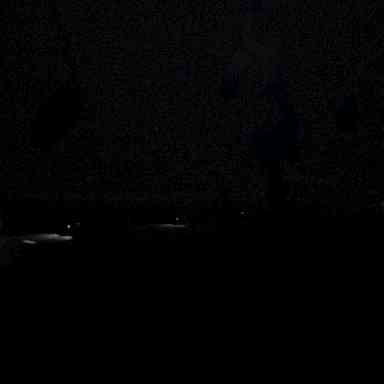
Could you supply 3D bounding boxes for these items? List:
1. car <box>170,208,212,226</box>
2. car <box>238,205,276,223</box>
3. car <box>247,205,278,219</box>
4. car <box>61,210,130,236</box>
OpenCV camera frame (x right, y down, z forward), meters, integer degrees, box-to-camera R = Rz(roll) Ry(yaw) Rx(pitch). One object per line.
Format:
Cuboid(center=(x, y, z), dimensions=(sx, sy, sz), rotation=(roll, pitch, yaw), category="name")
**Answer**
Cuboid(center=(-0.032, 2.067, 28.750), dimensions=(1.994, 1.385, 4.181), rotation=(1, -1, 36), category="car")
Cuboid(center=(6.254, 2.226, 32.701), dimensions=(2.128, 1.511, 4.902), rotation=(1, -1, 35), category="car")
Cuboid(center=(8.808, 2.413, 41.194), dimensions=(1.837, 1.490, 4.892), rotation=(1, -1, 36), category="car")
Cuboid(center=(-5.851, 1.833, 20.558), dimensions=(1.994, 1.385, 4.181), rotation=(1, 0, 36), category="car")
